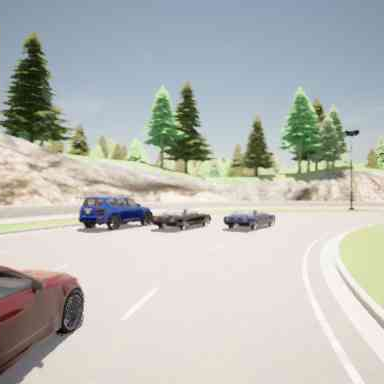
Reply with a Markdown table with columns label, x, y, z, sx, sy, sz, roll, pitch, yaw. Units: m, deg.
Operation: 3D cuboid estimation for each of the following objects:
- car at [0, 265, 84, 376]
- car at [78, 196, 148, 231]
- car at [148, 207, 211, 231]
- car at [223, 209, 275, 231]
| label | x | y | z | sx | sy | sz | roll | pitch | yaw |
| --- | --- | --- | --- | --- | --- | --- | --- | --- | --- |
| car | -2.942 | 1.513 | 3.881 | 1.812 | 1.442 | 4.674 | 0 | 0 | 6 |
| car | -4.817 | 1.287 | 21.694 | 2.150 | 2.045 | 5.566 | 0 | 0 | 28 |
| car | -0.536 | 1.718 | 21.797 | 1.895 | 1.301 | 4.718 | 0 | 0 | 30 |
| car | 3.997 | 1.776 | 22.436 | 1.895 | 1.301 | 4.718 | 0 | 0 | 34 |
